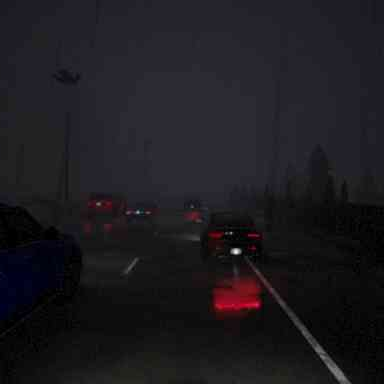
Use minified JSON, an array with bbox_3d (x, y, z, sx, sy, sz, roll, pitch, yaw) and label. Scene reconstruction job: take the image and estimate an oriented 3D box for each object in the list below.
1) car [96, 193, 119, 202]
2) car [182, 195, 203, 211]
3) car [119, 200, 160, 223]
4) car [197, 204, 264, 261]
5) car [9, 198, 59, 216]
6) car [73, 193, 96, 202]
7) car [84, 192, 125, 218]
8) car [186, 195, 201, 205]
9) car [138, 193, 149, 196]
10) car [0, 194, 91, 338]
[{"bbox_3d":[-15.725,1.006,62.210,2.128,1.511,4.902,0,0,11],"label":"car"},{"bbox_3d":[0.039,1.204,35.656,1.837,1.490,4.892,0,1,0],"label":"car"},{"bbox_3d":[-3.402,1.333,23.554,2.033,1.411,5.357,0,0,0],"label":"car"},{"bbox_3d":[1.224,1.378,11.650,1.837,1.490,4.892,0,0,0],"label":"car"},{"bbox_3d":[-14.102,1.285,30.137,2.033,1.411,5.357,0,0,0],"label":"car"},{"bbox_3d":[-19.547,1.008,60.727,1.882,1.535,5.008,0,0,9],"label":"car"},{"bbox_3d":[-6.903,0.980,27.265,2.150,2.045,5.566,0,0,0],"label":"car"},{"bbox_3d":[0.233,1.123,48.448,1.812,1.442,4.674,0,0,5],"label":"car"},{"bbox_3d":[-10.169,0.984,70.805,2.033,1.411,5.357,0,0,14],"label":"car"},{"bbox_3d":[-3.401,1.143,4.709,2.150,2.045,5.566,0,0,0],"label":"car"}]
